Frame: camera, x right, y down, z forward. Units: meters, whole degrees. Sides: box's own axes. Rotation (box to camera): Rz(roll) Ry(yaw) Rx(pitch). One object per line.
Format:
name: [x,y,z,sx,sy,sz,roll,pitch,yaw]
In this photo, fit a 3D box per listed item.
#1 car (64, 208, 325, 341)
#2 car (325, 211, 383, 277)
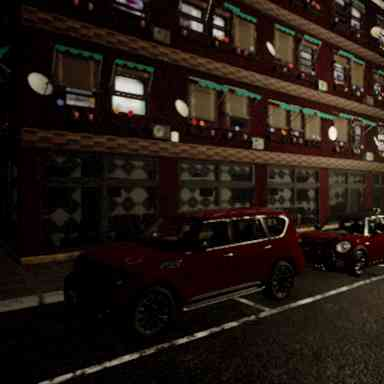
car: [0.174,1.290,6.683,5.009,1.841,2.192,0,0,-36]
car: [4.760,1.379,9.958,4.097,1.590,1.967,0,0,-36]
